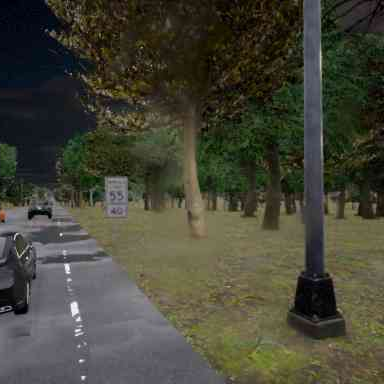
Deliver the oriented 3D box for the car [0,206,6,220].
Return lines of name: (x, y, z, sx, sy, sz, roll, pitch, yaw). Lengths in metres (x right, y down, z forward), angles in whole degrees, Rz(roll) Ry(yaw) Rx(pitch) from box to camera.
car: (-16.465, 1.780, 26.810, 2.097, 1.767, 4.553, 0, -1, -22)

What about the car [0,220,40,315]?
car: (-4.534, 1.602, 7.347, 1.837, 1.490, 4.892, 0, -1, -22)

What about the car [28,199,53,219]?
car: (-15.952, 1.742, 35.056, 2.150, 2.045, 5.566, 0, -1, -22)

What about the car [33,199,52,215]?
car: (-20.112, 1.921, 44.997, 2.150, 2.045, 5.566, 0, -1, -22)
